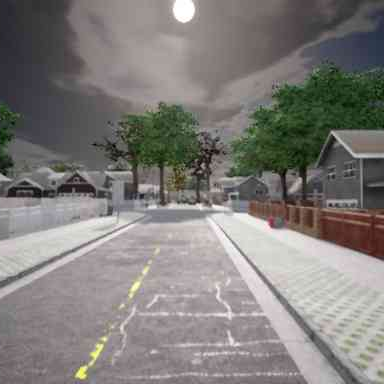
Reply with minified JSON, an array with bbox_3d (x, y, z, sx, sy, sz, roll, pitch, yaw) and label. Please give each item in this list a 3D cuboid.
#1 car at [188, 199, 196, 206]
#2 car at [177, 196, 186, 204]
[{"bbox_3d":[0.023,2.716,84.495,1.812,1.442,4.674,0,-1,0],"label":"car"},{"bbox_3d":[-2.726,2.182,90.768,2.150,2.045,5.566,0,-1,0],"label":"car"}]
